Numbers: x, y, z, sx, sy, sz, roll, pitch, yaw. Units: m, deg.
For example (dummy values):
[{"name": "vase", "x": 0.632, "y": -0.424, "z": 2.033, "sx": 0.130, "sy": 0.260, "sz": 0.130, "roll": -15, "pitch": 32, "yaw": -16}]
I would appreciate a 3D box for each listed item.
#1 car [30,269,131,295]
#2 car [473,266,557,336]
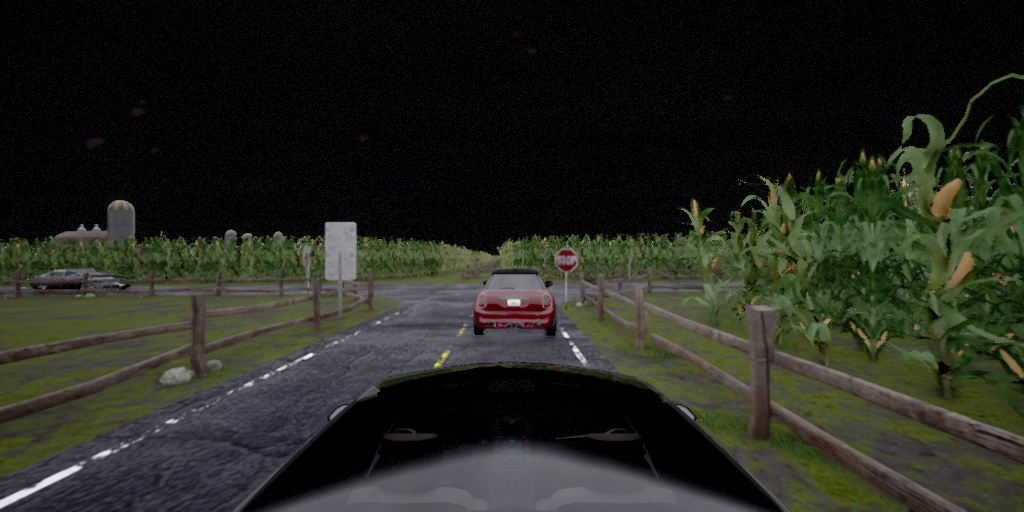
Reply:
[{"name": "car", "x": -26.942, "y": 1.571, "z": 22.508, "sx": 4.902, "sy": 1.511, "sz": 2.128, "roll": 0, "pitch": 0, "yaw": 0}, {"name": "car", "x": 0.165, "y": 1.153, "z": 10.747, "sx": 2.097, "sy": 1.767, "sz": 4.553, "roll": 0, "pitch": 0, "yaw": 3}]
